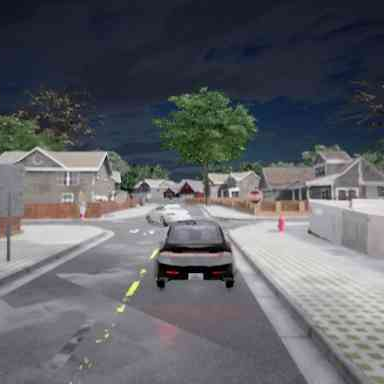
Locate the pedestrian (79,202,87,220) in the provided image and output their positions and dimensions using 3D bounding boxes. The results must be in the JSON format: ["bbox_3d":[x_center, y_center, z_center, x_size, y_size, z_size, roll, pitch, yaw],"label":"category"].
[{"bbox_3d":[-9.715,1.524,29.532,0.375,1.860,0.375,0,-1,1],"label":"pedestrian"}]

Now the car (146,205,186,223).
[{"bbox_3d":[-1.762,1.631,23.952,1.812,1.442,4.674,0,-1,-27],"label":"car"}]

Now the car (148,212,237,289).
[{"bbox_3d":[0.077,1.523,9.230,2.128,1.511,4.902,0,0,0],"label":"car"}]
